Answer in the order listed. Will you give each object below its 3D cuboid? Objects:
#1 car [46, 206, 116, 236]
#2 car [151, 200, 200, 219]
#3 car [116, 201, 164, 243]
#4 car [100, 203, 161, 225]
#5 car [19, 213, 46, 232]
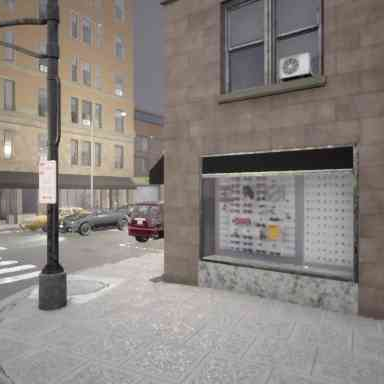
[{"bbox_3d":[-5.515,1.557,18.573,1.994,1.385,4.181,0,0,35],"label":"car"},{"bbox_3d":[-1.359,1.496,29.383,1.752,1.417,4.829,0,0,35],"label":"car"},{"bbox_3d":[-0.732,1.306,15.346,2.192,1.841,5.009,0,0,35],"label":"car"},{"bbox_3d":[-4.489,1.548,24.880,1.947,1.339,4.313,0,0,35],"label":"car"},{"bbox_3d":[-7.815,1.519,20.096,1.752,1.417,4.829,0,0,35],"label":"car"}]
